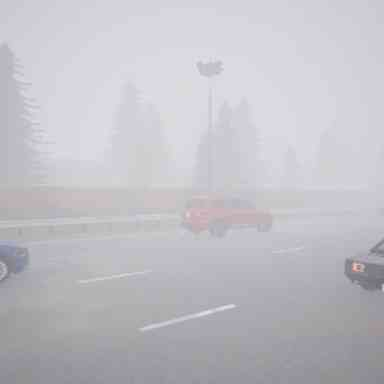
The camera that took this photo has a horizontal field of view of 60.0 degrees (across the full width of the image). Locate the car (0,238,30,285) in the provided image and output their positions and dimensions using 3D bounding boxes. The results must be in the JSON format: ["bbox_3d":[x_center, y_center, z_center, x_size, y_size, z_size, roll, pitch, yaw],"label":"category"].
[{"bbox_3d":[-6.517,1.475,7.695,5.008,1.535,1.882,0,0,-36],"label":"car"}]

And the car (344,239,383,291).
[{"bbox_3d":[5.690,1.622,7.811,4.718,1.301,1.895,0,0,-36],"label":"car"}]

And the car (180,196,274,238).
[{"bbox_3d":[1.984,1.250,18.076,5.566,2.045,2.150,0,0,-36],"label":"car"}]

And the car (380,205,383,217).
[{"bbox_3d":[19.359,1.430,30.615,4.553,1.767,2.097,0,0,-36],"label":"car"}]
